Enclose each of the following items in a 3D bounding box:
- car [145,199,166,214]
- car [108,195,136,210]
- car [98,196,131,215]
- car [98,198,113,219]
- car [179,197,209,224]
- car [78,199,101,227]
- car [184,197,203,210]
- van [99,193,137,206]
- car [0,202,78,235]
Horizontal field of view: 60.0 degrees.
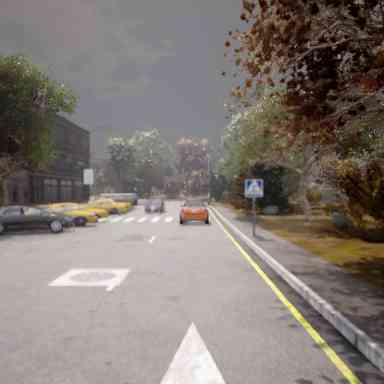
[{"bbox_3d":[-3.877,1.492,35.484,2.128,1.511,4.902,0,1,0],"label":"car"},{"bbox_3d":[-9.123,1.475,36.585,5.008,1.535,2.097,-1,0,-20],"label":"car"},{"bbox_3d":[-9.276,1.503,33.517,5.366,1.575,1.946,-1,0,-20],"label":"car"},{"bbox_3d":[-8.931,1.498,24.631,5.366,1.575,1.946,-1,0,-20],"label":"car"},{"bbox_3d":[0.169,1.369,25.198,2.097,1.767,4.553,0,0,0],"label":"car"},{"bbox_3d":[-8.936,1.495,21.629,5.366,1.575,1.946,-1,0,-20],"label":"car"},{"bbox_3d":[0.124,1.407,42.666,2.128,1.511,4.902,0,1,-2],"label":"car"},{"bbox_3d":[-9.243,1.215,39.529,4.442,1.987,1.878,-1,1,-20],"label":"van"},{"bbox_3d":[-9.126,1.498,18.565,4.892,1.521,2.231,-1,0,-20],"label":"car"}]
